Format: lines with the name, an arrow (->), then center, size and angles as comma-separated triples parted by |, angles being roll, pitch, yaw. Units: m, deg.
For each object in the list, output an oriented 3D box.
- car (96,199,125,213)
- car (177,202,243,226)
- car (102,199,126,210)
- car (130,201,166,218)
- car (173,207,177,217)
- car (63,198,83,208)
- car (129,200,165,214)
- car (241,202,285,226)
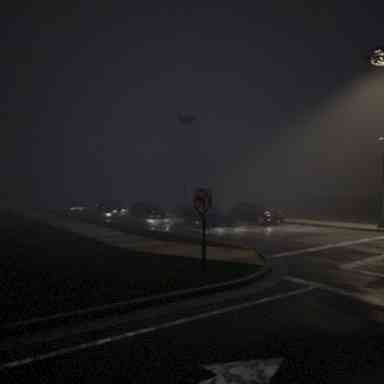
car -> -10.335, 1.705, 41.165 | 1.837, 1.490, 4.892 | 1, -1, -36
car -> 1.207, 1.682, 25.337 | 1.882, 1.535, 5.008 | 1, -1, -36
car -> -11.404, 1.809, 48.642 | 1.994, 1.385, 4.181 | 1, -1, -36
car -> -4.416, 1.680, 33.035 | 1.882, 1.535, 5.008 | 1, -1, -36
car -> -0.079, 1.813, 33.034 | 1.994, 1.385, 4.181 | 1, -1, -36
car -> -19.158, 1.746, 53.527 | 2.033, 1.411, 5.357 | 1, -1, -36
car -> -5.534, 1.794, 40.502 | 2.033, 1.411, 5.357 | 1, -1, -36
car -> 5.005, 1.604, 26.078 | 2.097, 1.767, 4.553 | 1, -1, -36
